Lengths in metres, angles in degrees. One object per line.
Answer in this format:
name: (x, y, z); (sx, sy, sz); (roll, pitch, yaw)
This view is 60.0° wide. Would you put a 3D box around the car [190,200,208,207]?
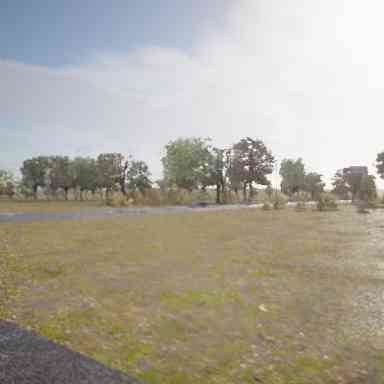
car: (1.478, 2.458, 71.453); (2.128, 1.511, 4.902); (0, 0, 36)
